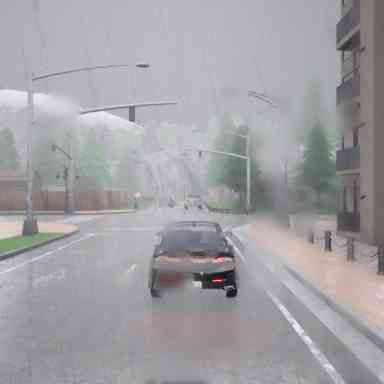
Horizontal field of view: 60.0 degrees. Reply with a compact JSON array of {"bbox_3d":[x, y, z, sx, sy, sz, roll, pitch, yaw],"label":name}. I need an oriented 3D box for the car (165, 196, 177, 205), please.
[{"bbox_3d":[-3.601,1.526,57.948,1.812,1.442,4.674,0,0,0],"label":"car"}]

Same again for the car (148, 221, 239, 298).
[{"bbox_3d":[0.052,1.492,8.534,2.128,1.511,4.902,0,0,0],"label":"car"}]

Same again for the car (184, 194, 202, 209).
[{"bbox_3d":[0.139,1.221,44.918,2.150,2.045,5.566,0,0,-1],"label":"car"}]

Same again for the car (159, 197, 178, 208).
[{"bbox_3d":[-3.609,1.491,47.846,2.128,1.511,4.902,0,0,0],"label":"car"}]
